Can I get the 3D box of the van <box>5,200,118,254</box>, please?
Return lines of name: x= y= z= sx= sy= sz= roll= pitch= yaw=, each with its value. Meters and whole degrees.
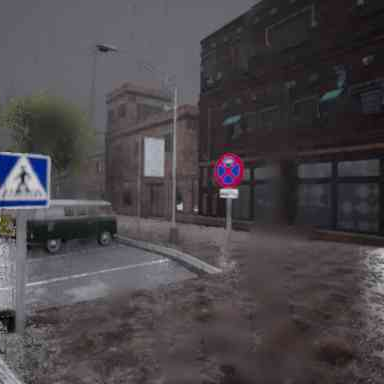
van: x=-5.087 y=1.363 z=14.164 sx=1.878 sy=1.987 sz=4.442 roll=0 pitch=-1 yaw=33

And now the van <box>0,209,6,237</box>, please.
van: x=-6.897 y=1.370 z=16.557 sx=1.878 sy=1.987 sz=4.442 roll=0 pitch=-1 yaw=33
